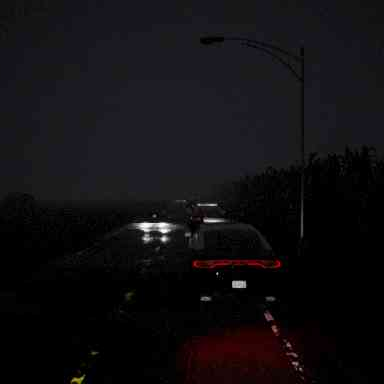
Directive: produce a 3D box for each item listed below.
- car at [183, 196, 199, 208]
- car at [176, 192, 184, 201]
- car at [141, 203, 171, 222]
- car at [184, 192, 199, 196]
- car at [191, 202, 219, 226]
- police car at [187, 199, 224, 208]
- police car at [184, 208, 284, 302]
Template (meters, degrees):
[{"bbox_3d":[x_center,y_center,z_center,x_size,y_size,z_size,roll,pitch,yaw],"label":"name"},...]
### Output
[{"bbox_3d":[0.106,1.550,46.078,1.895,1.301,4.718,0,0,1],"label":"car"},{"bbox_3d":[-2.641,1.050,82.452,2.150,2.045,5.566,0,0,0],"label":"car"},{"bbox_3d":[-2.716,1.545,26.006,1.994,1.385,4.181,0,0,0],"label":"car"},{"bbox_3d":[0.079,1.134,60.043,2.150,2.045,5.566,0,0,0],"label":"car"},{"bbox_3d":[0.856,1.509,24.334,1.812,1.442,4.674,0,0,0],"label":"car"},{"bbox_3d":[0.849,1.415,18.444,1.930,1.638,5.238,0,0,0],"label":"police car"},{"bbox_3d":[0.835,1.423,8.445,1.930,1.638,5.238,0,0,0],"label":"police car"}]
